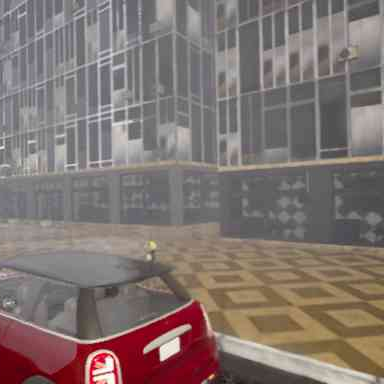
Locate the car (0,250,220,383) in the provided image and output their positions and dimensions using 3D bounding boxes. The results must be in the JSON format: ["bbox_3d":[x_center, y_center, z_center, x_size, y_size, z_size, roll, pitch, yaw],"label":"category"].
[{"bbox_3d":[-1.782,1.469,4.163,4.097,1.590,1.967,-1,-1,36],"label":"car"}]
